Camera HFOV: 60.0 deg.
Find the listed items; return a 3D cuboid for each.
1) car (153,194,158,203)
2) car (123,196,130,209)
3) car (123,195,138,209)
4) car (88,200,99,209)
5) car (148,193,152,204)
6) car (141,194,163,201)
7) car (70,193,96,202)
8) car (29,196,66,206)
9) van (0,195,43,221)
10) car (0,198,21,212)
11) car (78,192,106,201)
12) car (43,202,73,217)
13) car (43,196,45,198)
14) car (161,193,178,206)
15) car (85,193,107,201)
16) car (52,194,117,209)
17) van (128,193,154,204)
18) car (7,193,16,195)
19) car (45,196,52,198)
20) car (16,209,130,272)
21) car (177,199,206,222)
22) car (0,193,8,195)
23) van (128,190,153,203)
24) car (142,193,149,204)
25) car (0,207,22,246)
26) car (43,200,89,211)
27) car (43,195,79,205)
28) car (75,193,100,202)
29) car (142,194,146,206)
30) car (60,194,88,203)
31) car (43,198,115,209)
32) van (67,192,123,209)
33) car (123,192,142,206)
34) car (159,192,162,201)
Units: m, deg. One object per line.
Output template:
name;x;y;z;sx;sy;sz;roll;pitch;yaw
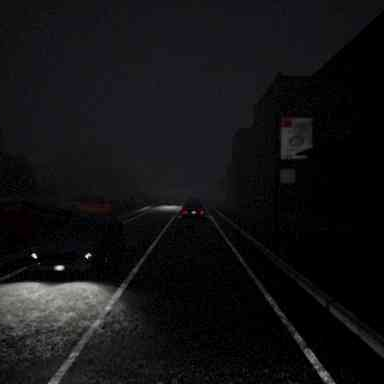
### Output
car;-9.202;1.101;57.129;5.566;2.045;2.435;0;0;0
car;-9.358;1.471;34.864;4.792;1.488;2.163;0;0;0
car;-9.351;1.461;40.430;4.674;1.452;2.002;0;0;0
car;-9.468;1.515;23.731;4.674;1.452;2.002;0;0;0
car;-9.263;1.378;51.563;4.892;1.521;2.231;0;0;0
car;-9.110;1.306;76.470;4.674;1.452;2.002;-1;0;1
car;-22.264;1.175;68.228;4.553;1.767;2.185;0;0;0
car;-22.319;1.404;51.644;4.792;1.488;2.163;0;0;0
van;-9.640;1.270;15.381;4.442;1.987;1.878;0;0;0
car;-22.452;1.429;37.719;5.008;1.535;2.097;0;0;0
car;-22.221;1.024;73.922;5.566;2.045;2.435;0;0;0
car;-9.510;1.489;18.164;5.008;1.535;2.097;0;0;0
car;-22.414;1.410;43.290;4.892;1.521;2.231;0;0;0
car;-3.215;1.343;51.841;2.128;1.511;4.902;0;0;0
car;-22.142;1.137;76.708;4.553;1.767;2.185;0;0;0
car;-9.395;1.333;29.296;4.553;1.767;2.185;0;0;0
van;-9.096;1.114;59.787;4.442;1.987;1.878;0;0;0
car;-22.400;1.168;40.505;5.566;2.045;2.435;0;0;0
car;-22.420;1.272;46.075;4.553;1.767;2.185;0;0;0
car;-3.347;1.532;11.046;2.033;1.411;5.357;0;0;0
car;0.126;1.499;26.000;2.033;1.411;5.357;0;0;0
car;-22.435;1.313;34.933;4.553;1.767;2.185;0;0;0
van;-9.133;1.139;54.345;4.442;1.987;1.878;0;0;0
car;-9.475;1.385;48.782;5.366;1.575;1.946;0;0;0
car;-9.550;1.503;12.597;4.892;1.521;2.231;0;0;0
car;-9.479;1.482;20.947;5.008;1.535;2.097;0;0;0
car;-22.496;1.347;57.091;5.366;1.575;1.946;0;0;0
car;-22.244;1.162;71.013;4.553;1.767;2.185;0;0;0
car;-9.315;1.401;45.997;4.892;1.521;2.231;0;0;0
car;-22.240;1.199;62.783;4.553;1.767;2.185;0;0;0
car;-9.260;1.464;26.513;5.366;1.575;1.946;0;0;0
van;-9.290;1.225;32.016;4.442;1.987;1.878;0;0;0
car;-9.297;1.286;43.212;4.553;1.767;2.185;0;0;0
car;-9.162;1.319;71.046;4.792;1.488;2.163;0;0;0
